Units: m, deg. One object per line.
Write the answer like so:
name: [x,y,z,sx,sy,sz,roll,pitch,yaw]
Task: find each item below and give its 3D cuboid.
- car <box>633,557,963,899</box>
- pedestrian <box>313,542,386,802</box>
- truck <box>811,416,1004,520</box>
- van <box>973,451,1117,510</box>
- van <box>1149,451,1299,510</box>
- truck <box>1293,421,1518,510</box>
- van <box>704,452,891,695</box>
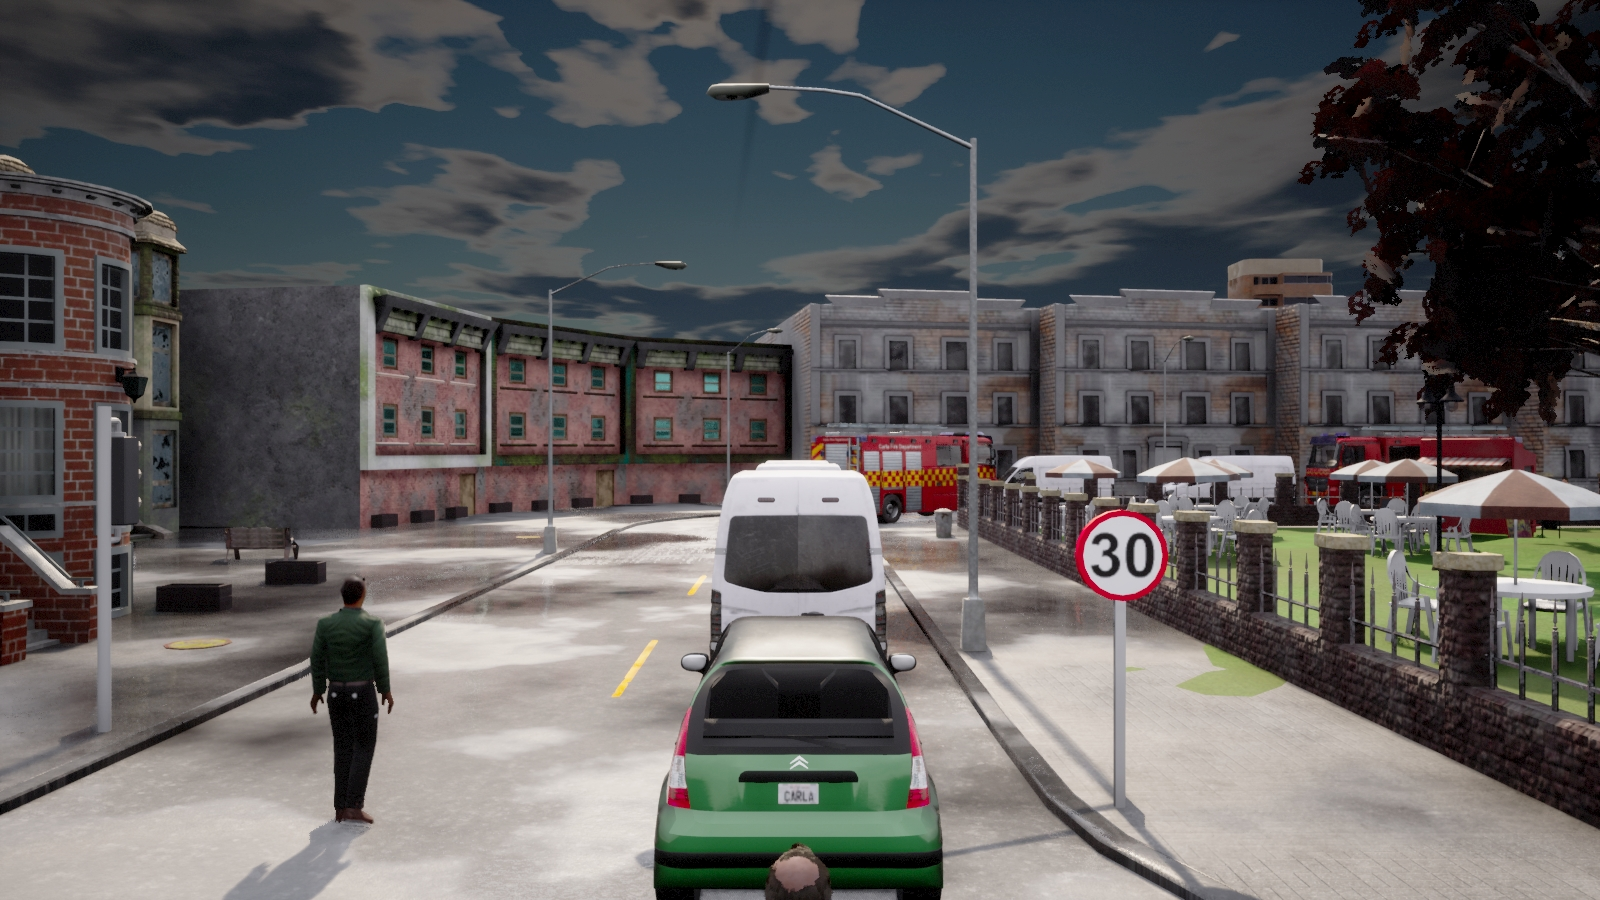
car: [-0.015,1.779,8.404,1.851,1.617,3.988,0,0,0]
pedestrian: [-3.351,1.628,8.517,0.375,1.860,0.375,0,0,5]
truck: [4.502,0.672,46.247,8.468,3.827,2.891,0,0,-43]
van: [10.768,1.314,50.430,5.915,2.561,1.988,0,0,0]
van: [18.656,1.314,50.452,5.915,2.561,1.988,0,0,0]
truck: [26.739,0.670,50.713,8.468,3.827,2.891,0,0,0]
van: [-0.025,1.315,15.105,1.988,2.561,5.915,0,0,0]
